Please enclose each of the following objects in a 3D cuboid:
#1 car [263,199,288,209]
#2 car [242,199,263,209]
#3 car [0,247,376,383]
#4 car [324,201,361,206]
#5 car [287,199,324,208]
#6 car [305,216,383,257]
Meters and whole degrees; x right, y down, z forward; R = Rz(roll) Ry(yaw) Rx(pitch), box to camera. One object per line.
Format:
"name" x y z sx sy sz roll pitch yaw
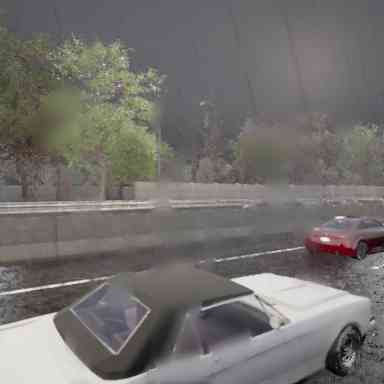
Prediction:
"car" 10.760 1.526 37.467 5.008 1.535 1.882 0 0 -35
"car" 8.103 1.538 39.667 4.902 1.511 2.128 0 0 -37
"car" 0.141 1.604 3.879 4.718 1.301 1.895 0 0 -35
"car" 14.964 1.613 31.869 4.181 1.385 1.994 0 0 -35
"car" 12.729 1.596 34.577 5.357 1.411 2.033 0 0 -35
"car" 6.142 1.580 12.436 4.181 1.385 1.994 0 0 -35
